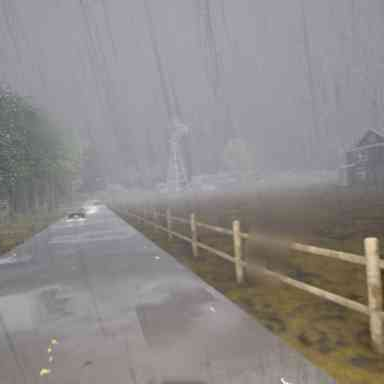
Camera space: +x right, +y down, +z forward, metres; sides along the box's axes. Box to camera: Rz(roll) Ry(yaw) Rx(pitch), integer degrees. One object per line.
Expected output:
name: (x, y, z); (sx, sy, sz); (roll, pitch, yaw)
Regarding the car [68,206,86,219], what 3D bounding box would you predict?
car: (-14.068, 2.446, 40.800); (2.033, 1.411, 5.357); (-4, 0, -16)
